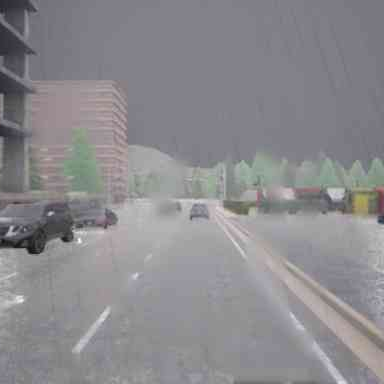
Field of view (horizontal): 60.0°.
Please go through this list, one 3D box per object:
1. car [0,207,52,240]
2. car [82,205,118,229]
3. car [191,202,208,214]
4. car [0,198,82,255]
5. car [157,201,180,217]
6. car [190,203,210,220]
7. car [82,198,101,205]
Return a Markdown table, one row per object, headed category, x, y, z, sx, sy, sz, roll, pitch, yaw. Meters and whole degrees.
| category | x | y | z | sx | sy | sz | roll | pitch | yaw |
| --- | --- | --- | --- | --- | --- | --- | --- | --- | --- |
| car | -10.181 | 1.697 | 19.119 | 2.128 | 1.511 | 4.902 | 0 | -1 | 2 |
| car | -6.555 | 1.837 | 23.392 | 1.994 | 1.385 | 4.181 | 0 | -1 | 1 |
| car | 0.942 | 2.049 | 42.894 | 1.994 | 1.385 | 4.181 | 0 | -1 | 1 |
| car | -6.870 | 1.375 | 14.386 | 2.150 | 2.045 | 5.566 | 0 | 0 | -1 |
| car | -2.696 | 1.911 | 36.250 | 1.837 | 1.490 | 4.892 | 0 | -1 | 1 |
| car | 0.726 | 1.912 | 32.175 | 2.033 | 1.411 | 5.357 | 0 | -1 | 1 |
| car | -9.962 | 1.556 | 30.604 | 2.150 | 2.045 | 5.566 | 0 | -1 | 1 |
